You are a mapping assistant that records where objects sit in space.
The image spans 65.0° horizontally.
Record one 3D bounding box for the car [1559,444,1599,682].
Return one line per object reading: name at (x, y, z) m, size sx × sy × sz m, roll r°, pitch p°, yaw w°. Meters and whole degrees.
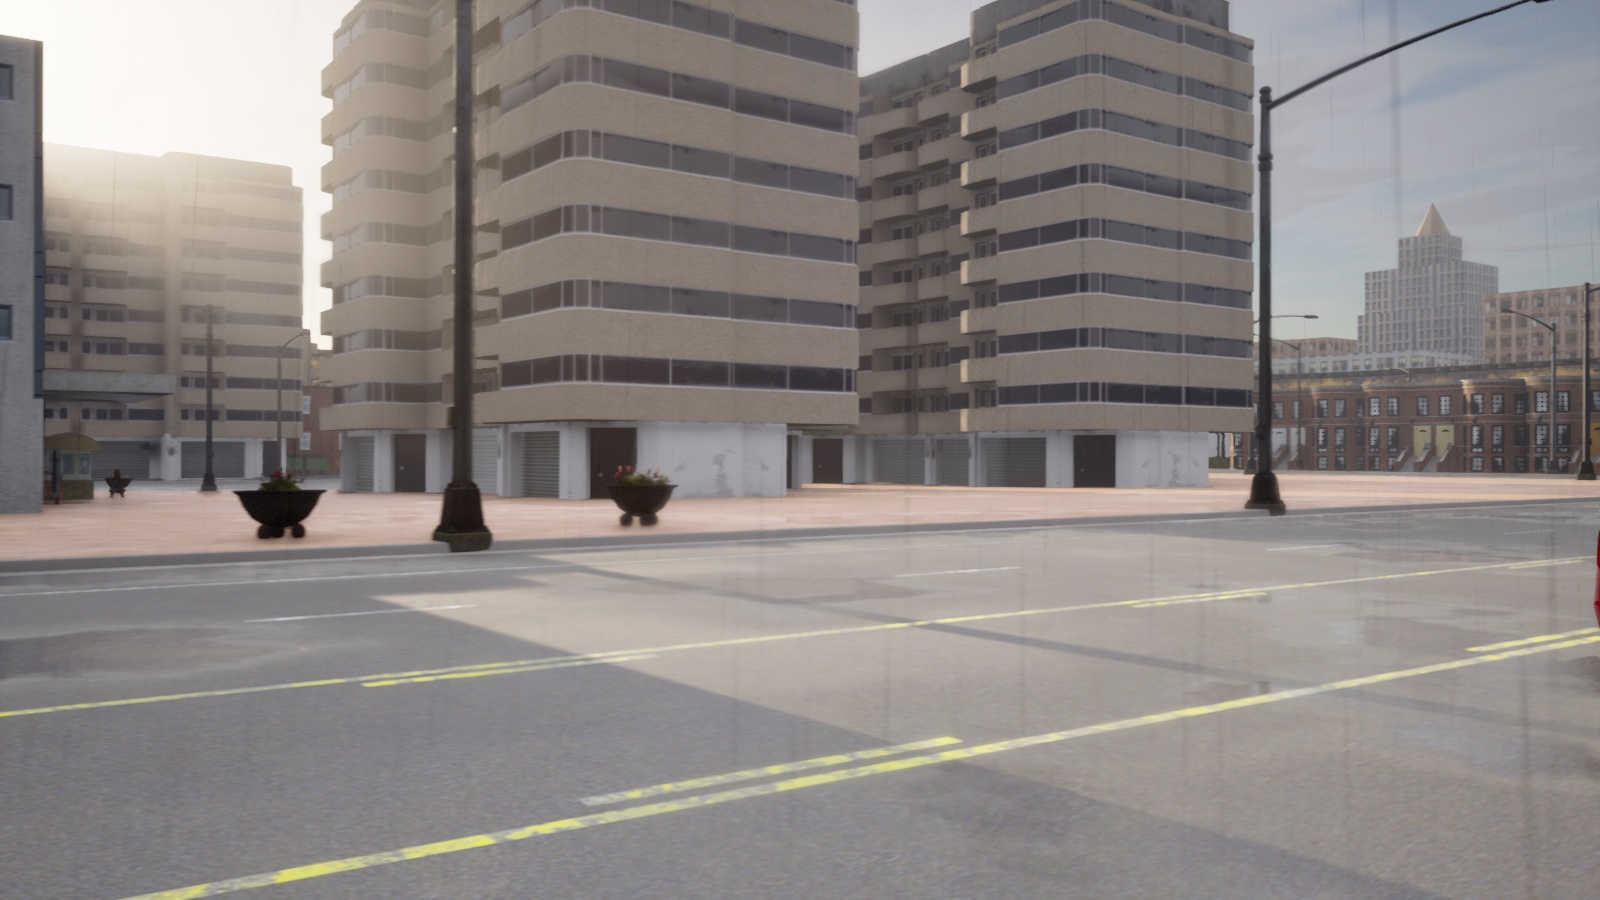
car at (7.616, 0.728, 8.963) m, size 5.008 × 1.535 × 1.882 m, roll 0°, pitch 0°, yaw -35°
